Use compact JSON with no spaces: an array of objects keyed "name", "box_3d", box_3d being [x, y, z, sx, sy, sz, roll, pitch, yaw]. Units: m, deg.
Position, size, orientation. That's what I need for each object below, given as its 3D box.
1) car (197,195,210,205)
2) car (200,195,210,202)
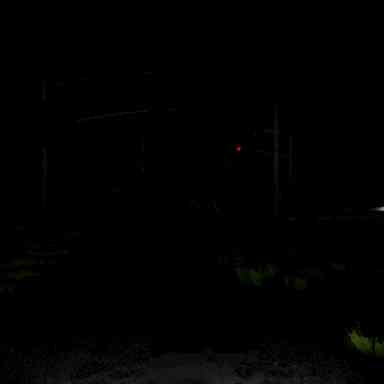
[{"name":"car","box_3d":[1.935,1.410,54.486,2.033,1.411,5.357,0,0,3]},{"name":"car","box_3d":[2.728,1.386,69.726,1.994,1.385,4.181,0,0,3]}]
